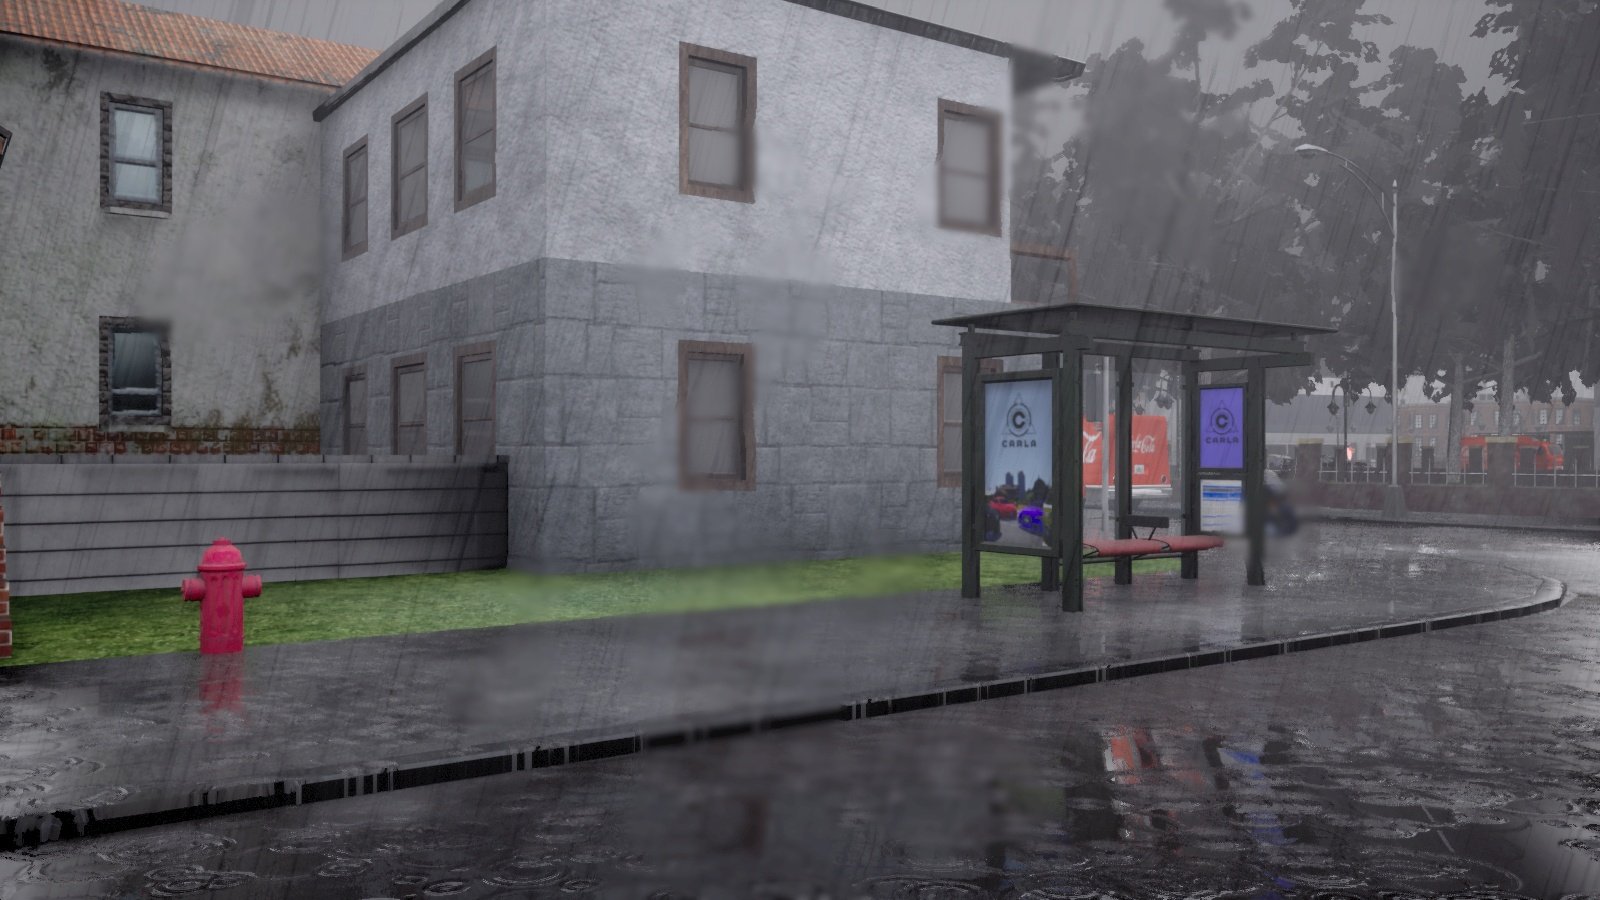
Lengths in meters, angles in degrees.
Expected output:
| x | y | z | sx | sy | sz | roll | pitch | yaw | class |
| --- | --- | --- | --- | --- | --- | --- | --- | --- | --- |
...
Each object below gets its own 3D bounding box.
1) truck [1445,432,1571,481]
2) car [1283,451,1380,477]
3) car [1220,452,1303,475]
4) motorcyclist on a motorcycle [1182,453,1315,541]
| x | y | z | sx | sy | sz | roll | pitch | yaw | class |
| --- | --- | --- | --- | --- | --- | --- | --- | --- | --- |
| 37.574 | 0.340 | 66.727 | 2.627 | 2.467 | 5.204 | 0 | 0 | -35 | truck |
| 31.698 | 0.817 | 75.014 | 2.128 | 1.511 | 4.902 | 0 | 0 | -35 | car |
| 30.623 | 0.884 | 83.449 | 2.163 | 1.488 | 4.792 | 0 | 0 | -35 | car |
| 8.165 | 0.819 | 22.963 | 0.866 | 1.530 | 2.191 | 0 | 0 | -35 | motorcyclist on a motorcycle |
